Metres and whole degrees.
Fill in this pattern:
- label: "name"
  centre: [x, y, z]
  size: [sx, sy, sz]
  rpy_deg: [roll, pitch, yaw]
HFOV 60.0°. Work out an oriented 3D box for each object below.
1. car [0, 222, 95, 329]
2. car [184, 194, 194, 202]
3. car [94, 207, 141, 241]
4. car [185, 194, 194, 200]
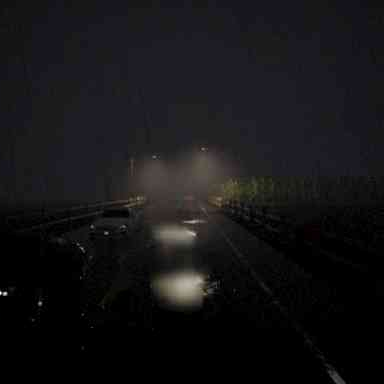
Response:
- label: "car"
  centre: [-3.648, 1.562, 6.856]
  size: [1.994, 1.385, 4.181]
  rpy_deg: [0, 0, -1]
- label: "car"
  centre: [-0.597, 1.189, 72.180]
  size: [2.097, 1.767, 4.553]
  rpy_deg: [0, 0, 0]
- label: "car"
  centre: [-3.721, 1.495, 16.746]
  size: [1.812, 1.442, 4.674]
  rpy_deg: [0, 0, 0]
- label: "car"
  centre: [-0.680, 1.262, 82.247]
  size: [2.128, 1.511, 4.902]
  rpy_deg: [0, 0, 0]
